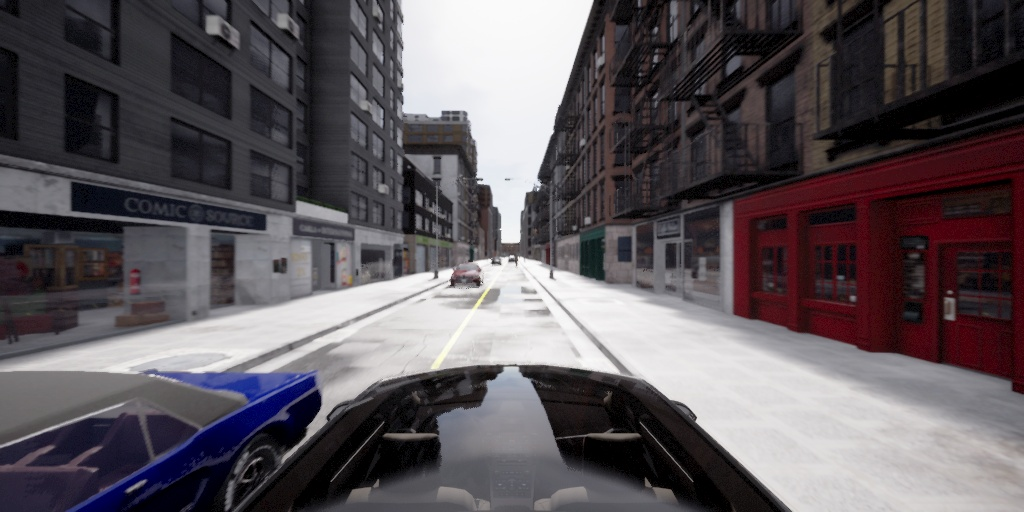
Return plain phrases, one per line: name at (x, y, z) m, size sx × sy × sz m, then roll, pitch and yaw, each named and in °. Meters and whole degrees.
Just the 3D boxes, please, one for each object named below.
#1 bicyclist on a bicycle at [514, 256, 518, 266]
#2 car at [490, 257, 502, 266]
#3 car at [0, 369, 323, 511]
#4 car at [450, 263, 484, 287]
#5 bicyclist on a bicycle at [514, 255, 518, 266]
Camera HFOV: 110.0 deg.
bicyclist on a bicycle at (0.748, 0.936, 55.157) m, size 0.582 × 1.620 × 1.656 m, roll 0°, pitch 0°, yaw 0°
car at (-2.784, 0.932, 64.404) m, size 1.837 × 1.490 × 4.892 m, roll 0°, pitch 0°, yaw 1°
car at (-2.817, 1.352, 1.319) m, size 1.895 × 1.301 × 4.718 m, roll 0°, pitch 0°, yaw 0°
car at (-2.851, 1.180, 23.542) m, size 1.812 × 1.442 × 4.674 m, roll 0°, pitch 0°, yaw 0°
bicyclist on a bicycle at (0.745, 0.800, 63.996) m, size 0.659 × 1.776 × 1.843 m, roll 0°, pitch 0°, yaw 0°
